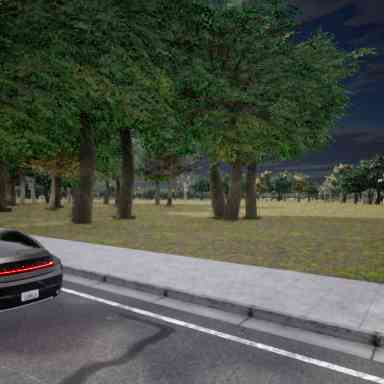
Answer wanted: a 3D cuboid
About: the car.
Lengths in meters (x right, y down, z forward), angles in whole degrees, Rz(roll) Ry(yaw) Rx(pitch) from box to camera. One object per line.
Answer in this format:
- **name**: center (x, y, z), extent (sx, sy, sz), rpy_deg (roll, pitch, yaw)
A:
- **car**: center (-4.727, 1.513, 7.069), extent (4.892, 1.490, 1.837), rpy_deg (0, 0, 35)
